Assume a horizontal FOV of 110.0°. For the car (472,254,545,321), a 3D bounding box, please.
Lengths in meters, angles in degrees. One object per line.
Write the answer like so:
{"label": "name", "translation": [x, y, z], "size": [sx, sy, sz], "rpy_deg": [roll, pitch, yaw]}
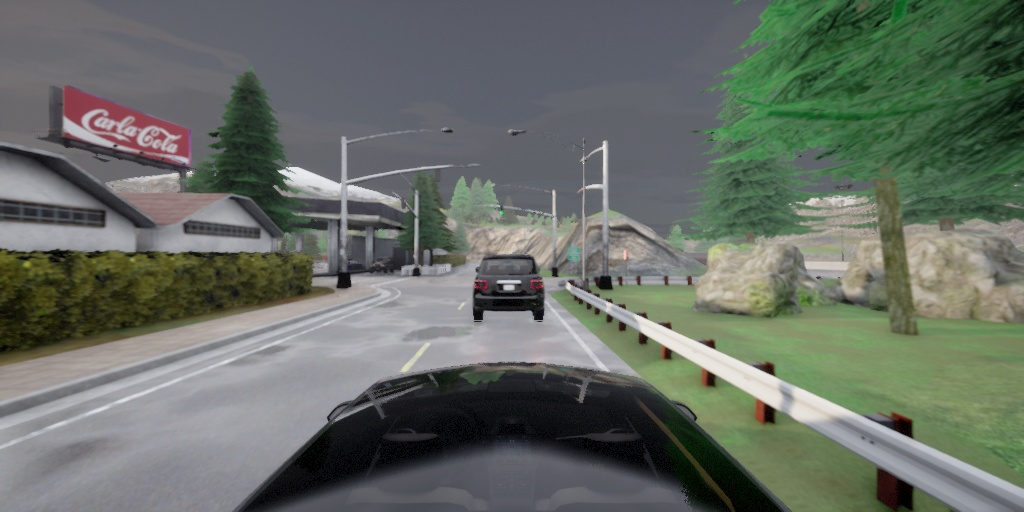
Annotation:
{"label": "car", "translation": [-0.133, 0.962, 12.528], "size": [2.150, 2.045, 5.566], "rpy_deg": [0, 0, -1]}
